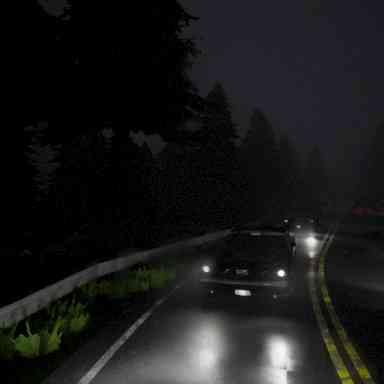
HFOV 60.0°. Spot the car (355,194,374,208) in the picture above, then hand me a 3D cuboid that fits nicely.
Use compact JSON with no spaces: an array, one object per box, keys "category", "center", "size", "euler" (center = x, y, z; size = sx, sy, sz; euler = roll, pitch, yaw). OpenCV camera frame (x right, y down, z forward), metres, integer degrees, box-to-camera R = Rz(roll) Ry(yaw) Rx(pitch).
[{"category":"car","center":[20.836,1.049,40.161],"size":[2.128,1.511,4.902],"euler":[-2,0,28]}]

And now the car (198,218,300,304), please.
[{"category":"car","center":[1.648,1.597,8.434],"size":[1.895,1.301,4.718],"euler":[-1,0,18]}]

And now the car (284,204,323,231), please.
[{"category":"car","center":[6.891,1.454,20.266],"size":[2.033,1.411,5.357],"euler":[-2,0,26]}]
